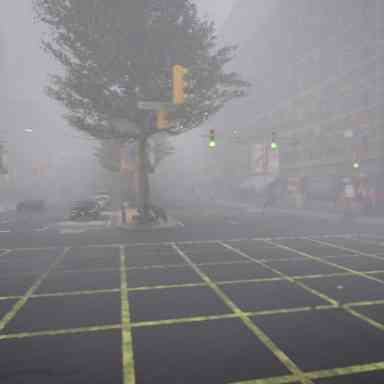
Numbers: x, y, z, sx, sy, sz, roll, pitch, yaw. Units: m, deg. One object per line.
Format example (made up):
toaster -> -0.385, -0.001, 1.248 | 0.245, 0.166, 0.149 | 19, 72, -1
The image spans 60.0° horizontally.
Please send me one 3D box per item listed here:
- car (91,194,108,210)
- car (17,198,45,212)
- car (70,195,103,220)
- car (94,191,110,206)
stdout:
car -> -10.262, 1.229, 35.228 | 1.812, 1.442, 4.674 | 0, 1, -12
car -> -17.268, 1.334, 35.824 | 1.895, 1.301, 4.718 | 0, 1, -13
car -> -8.320, 1.287, 26.175 | 1.837, 1.490, 4.892 | 0, 1, -12
car -> -12.539, 0.832, 45.733 | 2.150, 2.045, 5.566 | 0, 1, -12
